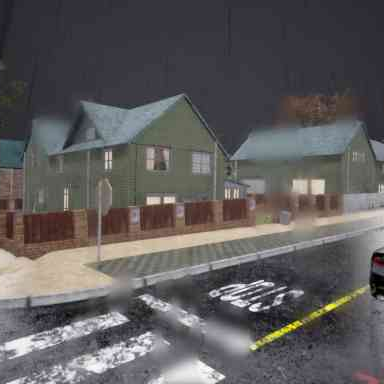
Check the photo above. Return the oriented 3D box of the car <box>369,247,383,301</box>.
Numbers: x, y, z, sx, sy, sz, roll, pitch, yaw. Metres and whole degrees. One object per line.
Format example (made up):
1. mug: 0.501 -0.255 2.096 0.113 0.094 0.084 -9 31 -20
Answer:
1. car: 5.410 1.365 6.829 5.008 1.535 1.882 -1 2 -42
